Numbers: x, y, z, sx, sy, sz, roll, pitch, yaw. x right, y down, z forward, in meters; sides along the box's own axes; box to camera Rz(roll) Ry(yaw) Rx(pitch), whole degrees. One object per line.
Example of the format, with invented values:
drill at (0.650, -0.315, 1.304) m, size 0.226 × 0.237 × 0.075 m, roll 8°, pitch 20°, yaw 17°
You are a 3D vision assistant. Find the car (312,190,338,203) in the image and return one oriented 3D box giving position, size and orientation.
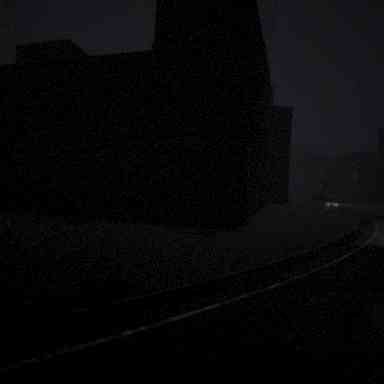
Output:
car at (18.221, 0.561, 45.800) m, size 2.128 × 1.511 × 4.902 m, roll 3°, pitch 2°, yaw -4°
